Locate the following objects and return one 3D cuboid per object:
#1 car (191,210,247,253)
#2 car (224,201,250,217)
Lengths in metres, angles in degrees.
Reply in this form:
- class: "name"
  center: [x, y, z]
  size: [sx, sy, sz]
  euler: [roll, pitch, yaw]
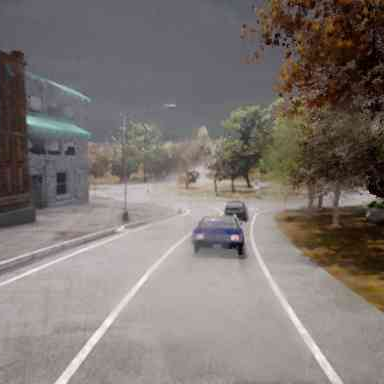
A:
- class: "car"
  center: [1.164, 1.621, 13.812]
  size: [1.895, 1.301, 4.718]
  euler: [1, 0, 7]
- class: "car"
  center: [3.794, 1.543, 28.499]
  size: [1.837, 1.490, 4.892]
  euler: [1, 1, 12]
